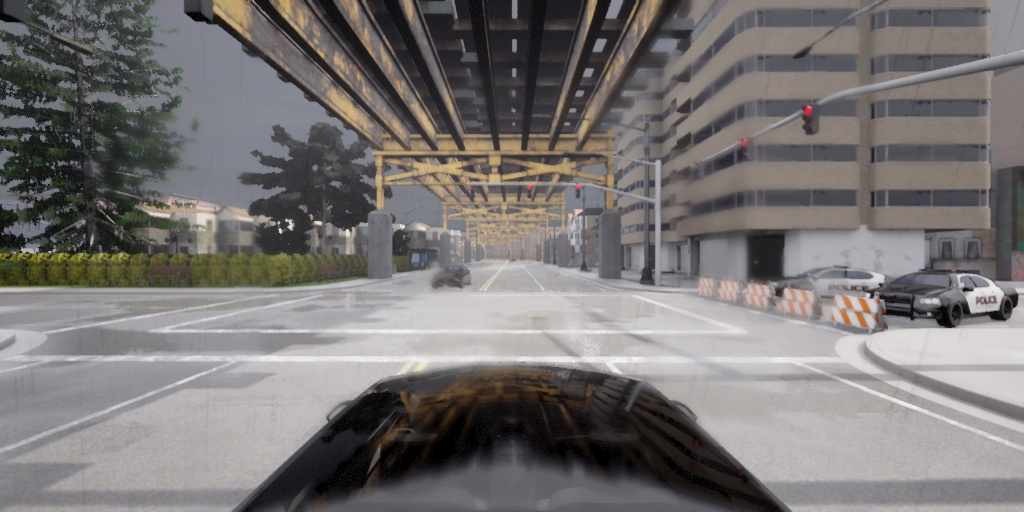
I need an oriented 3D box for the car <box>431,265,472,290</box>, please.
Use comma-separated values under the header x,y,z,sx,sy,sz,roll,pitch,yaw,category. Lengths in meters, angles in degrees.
x,y,z,sx,sy,sz,roll,pitch,yaw,category
-3.672,1.289,22.775,2.033,1.411,5.357,0,0,1,car
